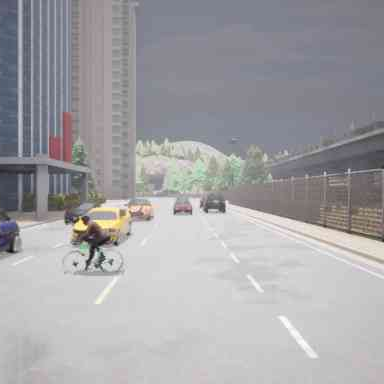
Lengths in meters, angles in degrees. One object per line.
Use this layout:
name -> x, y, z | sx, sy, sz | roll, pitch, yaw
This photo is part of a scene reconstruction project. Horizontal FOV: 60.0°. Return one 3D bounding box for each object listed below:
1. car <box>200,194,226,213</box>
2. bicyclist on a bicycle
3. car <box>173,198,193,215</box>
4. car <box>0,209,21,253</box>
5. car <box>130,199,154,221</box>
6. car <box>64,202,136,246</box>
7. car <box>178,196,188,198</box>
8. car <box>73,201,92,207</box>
car -> 2.439, 1.221, 37.076 | 2.150, 2.045, 5.566 | 0, 0, -2
bicyclist on a bicycle -> -2.713, 1.455, 9.069 | 1.656, 1.620, 0.582 | -2, 0, -2
car -> -0.942, 1.601, 34.183 | 1.895, 1.301, 4.718 | 0, 0, -2
car -> -7.386, 1.352, 10.508 | 2.097, 1.767, 4.553 | 0, 0, -2
car -> -4.315, 1.351, 27.057 | 2.097, 1.767, 4.553 | 0, 0, -2
car -> -4.046, 1.478, 15.571 | 1.882, 1.535, 5.008 | 0, 1, -2
car -> -1.254, 1.352, 43.977 | 2.097, 1.767, 4.553 | 0, 0, -2
car -> -7.754, 1.477, 24.389 | 1.882, 1.535, 5.008 | 0, 0, -1
